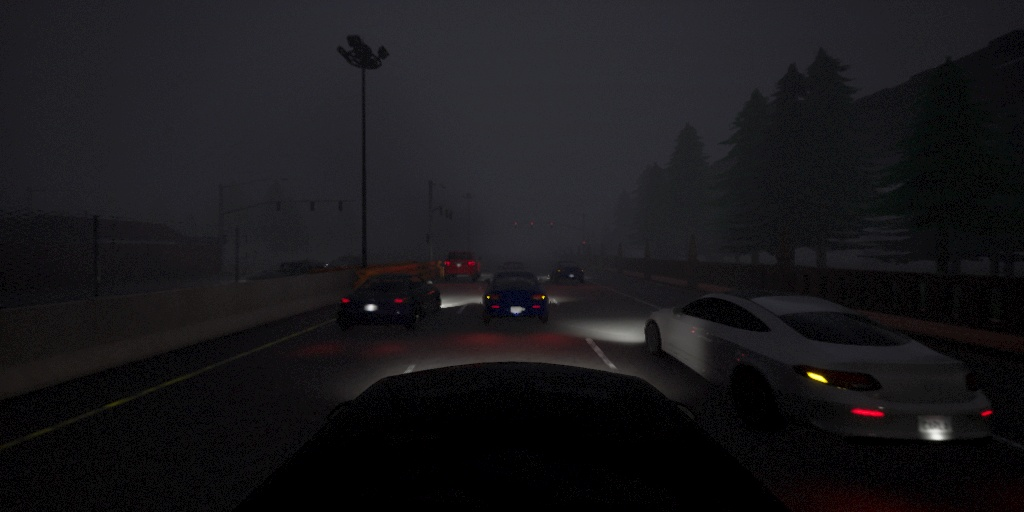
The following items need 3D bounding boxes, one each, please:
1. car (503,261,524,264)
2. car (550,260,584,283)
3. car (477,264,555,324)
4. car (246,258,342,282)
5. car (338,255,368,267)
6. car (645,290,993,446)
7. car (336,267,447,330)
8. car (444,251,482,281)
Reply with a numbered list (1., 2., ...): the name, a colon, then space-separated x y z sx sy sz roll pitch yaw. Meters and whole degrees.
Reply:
1. car: 0.099 1.018 21.610 1.812 1.442 4.674 0 1 0
2. car: 3.597 0.988 23.927 1.812 1.442 4.674 0 1 0
3. car: 0.093 1.151 11.300 1.812 1.442 4.674 0 1 0
4. car: -10.590 1.039 17.370 2.128 1.511 4.902 0 1 0
5. car: -14.002 0.730 30.519 2.097 1.767 4.553 0 1 0
6. car: 3.600 1.228 5.354 1.812 1.442 4.674 0 1 0
7. car: -3.401 1.196 10.646 1.994 1.385 4.181 0 0 0
8. car: -3.429 0.657 25.591 2.150 2.045 5.566 0 0 -1
